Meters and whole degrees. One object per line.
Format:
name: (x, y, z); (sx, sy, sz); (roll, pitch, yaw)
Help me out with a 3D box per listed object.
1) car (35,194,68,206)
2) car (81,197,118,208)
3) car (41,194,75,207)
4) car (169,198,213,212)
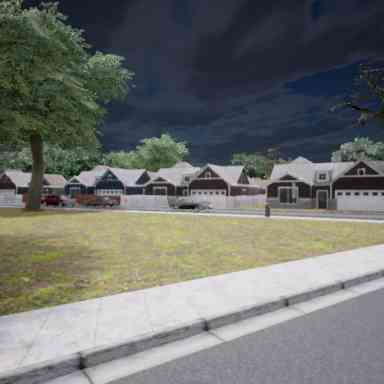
car: (-21.185, 1.140, 50.007); (4.553, 1.767, 2.097); (0, 0, 27)
car: (-12.660, 1.373, 45.641); (5.357, 1.411, 2.033); (0, 0, 28)
car: (-18.067, 1.155, 45.291); (4.553, 1.767, 2.097); (0, 0, 27)
car: (-0.156, 1.368, 35.845); (4.902, 1.511, 2.128); (0, 0, 28)
